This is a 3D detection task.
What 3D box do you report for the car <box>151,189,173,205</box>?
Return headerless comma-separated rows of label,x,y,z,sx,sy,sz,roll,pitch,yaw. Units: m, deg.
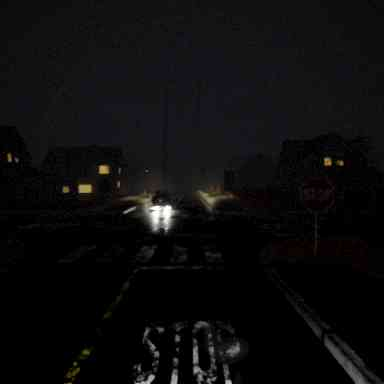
car,-2.950,0.495,33.518,2.128,1.511,4.902,0,2,0
